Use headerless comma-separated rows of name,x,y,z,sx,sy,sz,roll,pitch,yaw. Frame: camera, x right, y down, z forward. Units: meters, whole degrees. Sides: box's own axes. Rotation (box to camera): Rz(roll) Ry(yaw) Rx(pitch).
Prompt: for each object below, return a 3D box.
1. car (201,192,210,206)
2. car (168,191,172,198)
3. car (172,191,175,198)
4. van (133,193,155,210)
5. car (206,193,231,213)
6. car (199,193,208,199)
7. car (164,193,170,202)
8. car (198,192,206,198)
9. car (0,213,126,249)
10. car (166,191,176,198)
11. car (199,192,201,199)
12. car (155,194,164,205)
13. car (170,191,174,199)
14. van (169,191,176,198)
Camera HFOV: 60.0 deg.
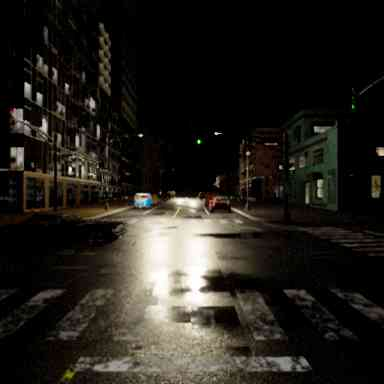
car,2.728,0.989,44.020,2.192,1.841,5.009,1,0,0
car,-5.646,1.071,66.683,1.947,1.339,4.313,1,0,0
car,-5.637,0.928,83.704,2.008,1.369,4.403,1,0,0
van,-5.655,1.058,38.312,1.690,1.788,3.998,1,0,0
car,2.720,1.199,32.674,1.967,1.590,4.097,1,0,0
car,2.740,0.986,78.066,1.947,1.339,4.313,1,0,0
car,-5.649,1.129,61.009,1.802,1.307,4.206,1,0,0
car,2.747,0.775,89.412,1.967,1.590,4.097,1,0,0
car,-5.125,1.496,13.412,4.718,1.301,1.895,0,0,1
car,-5.630,0.650,89.377,2.192,1.841,5.009,1,0,0
car,2.739,0.820,66.716,2.192,1.841,5.009,1,0,0
car,-5.653,1.159,49.491,1.752,1.417,4.829,1,0,0
car,-5.643,1.028,72.357,1.947,1.339,4.313,1,0,0
van,-5.628,0.634,95.050,1.690,1.788,3.998,1,0,0
